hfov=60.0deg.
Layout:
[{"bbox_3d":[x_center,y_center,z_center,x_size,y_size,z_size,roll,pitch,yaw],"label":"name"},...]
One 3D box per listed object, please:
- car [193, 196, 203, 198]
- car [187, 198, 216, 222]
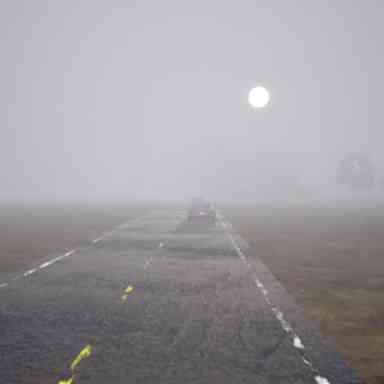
[{"bbox_3d":[0.739,1.232,41.104,1.994,1.385,4.181,0,1,-1],"label":"car"},{"bbox_3d":[0.694,1.369,24.138,1.994,1.385,4.181,0,0,1],"label":"car"}]
